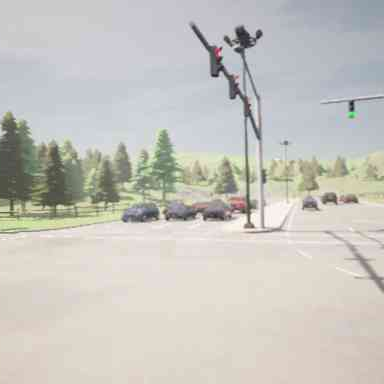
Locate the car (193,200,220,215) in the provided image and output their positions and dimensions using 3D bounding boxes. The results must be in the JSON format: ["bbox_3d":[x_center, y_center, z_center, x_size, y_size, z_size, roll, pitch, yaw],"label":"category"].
[{"bbox_3d":[1.771,1.816,39.618,1.882,1.535,5.008,-2,-1,18],"label":"car"}]

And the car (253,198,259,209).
[{"bbox_3d":[8.666,1.769,49.380,2.033,1.411,5.357,-2,-1,18],"label":"car"}]

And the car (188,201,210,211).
[{"bbox_3d":[1.083,2.014,48.741,1.994,1.385,4.181,-2,-1,18],"label":"car"}]

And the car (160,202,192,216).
[{"bbox_3d":[-1.795,2.000,39.963,2.033,1.411,5.357,-2,-1,18],"label":"car"}]

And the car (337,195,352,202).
[{"bbox_3d":[30.135,1.260,65.874,2.033,1.411,5.357,-2,-1,20],"label":"car"}]

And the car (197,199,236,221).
[{"bbox_3d":[2.355,1.704,30.114,1.882,1.535,5.008,-2,-1,18],"label":"car"}]

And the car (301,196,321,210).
[{"bbox_3d":[14.717,1.483,41.619,1.812,1.442,4.674,-2,-1,18],"label":"car"}]

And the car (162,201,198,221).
[{"bbox_3d":[-1.009,1.904,31.082,1.994,1.385,4.181,-2,-1,18],"label":"car"}]

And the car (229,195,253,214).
[{"bbox_3d":[5.422,1.446,39.563,2.150,2.045,5.566,-2,-1,18],"label":"car"}]

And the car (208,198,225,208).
[{"bbox_3d":[4.288,1.951,58.331,1.837,1.490,4.892,-2,-1,18],"label":"car"}]

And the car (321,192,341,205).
[{"bbox_3d":[22.807,1.063,55.085,2.150,2.045,5.566,-2,0,19],"label":"car"}]

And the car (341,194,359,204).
[{"bbox_3d":[26.859,1.081,56.511,2.097,1.767,4.553,-2,-1,19],"label":"car"}]

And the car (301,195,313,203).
[{"bbox_3d":[23.421,1.473,67.873,2.128,1.511,4.902,-2,-1,20],"label":"car"}]

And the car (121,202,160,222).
[{"bbox_3d":[-4.732,1.807,30.971,2.097,1.767,4.553,-2,-1,18],"label":"car"}]

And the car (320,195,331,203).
[{"bbox_3d":[26.736,1.334,66.757,1.837,1.490,4.892,-2,-1,20],"label":"car"}]

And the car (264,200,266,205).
[{"bbox_3d":[12.052,1.765,59.498,2.033,1.411,5.357,-2,-1,18],"label":"car"}]
